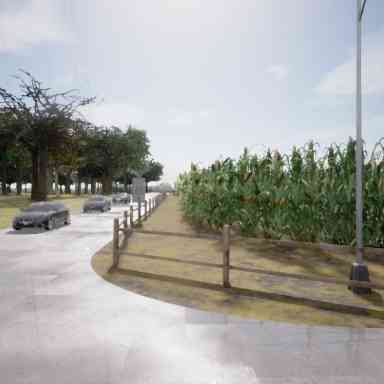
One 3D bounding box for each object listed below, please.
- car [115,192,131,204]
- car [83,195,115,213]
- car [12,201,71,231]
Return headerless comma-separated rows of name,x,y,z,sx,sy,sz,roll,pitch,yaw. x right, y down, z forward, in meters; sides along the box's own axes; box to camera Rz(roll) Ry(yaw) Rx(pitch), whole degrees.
car,-9.558,0.809,45.271,2.128,1.511,4.902,1,1,-2
car,-9.039,1.107,31.912,1.837,1.490,4.892,1,1,-2
car,-8.512,1.311,19.241,1.837,1.490,4.892,1,1,-2
